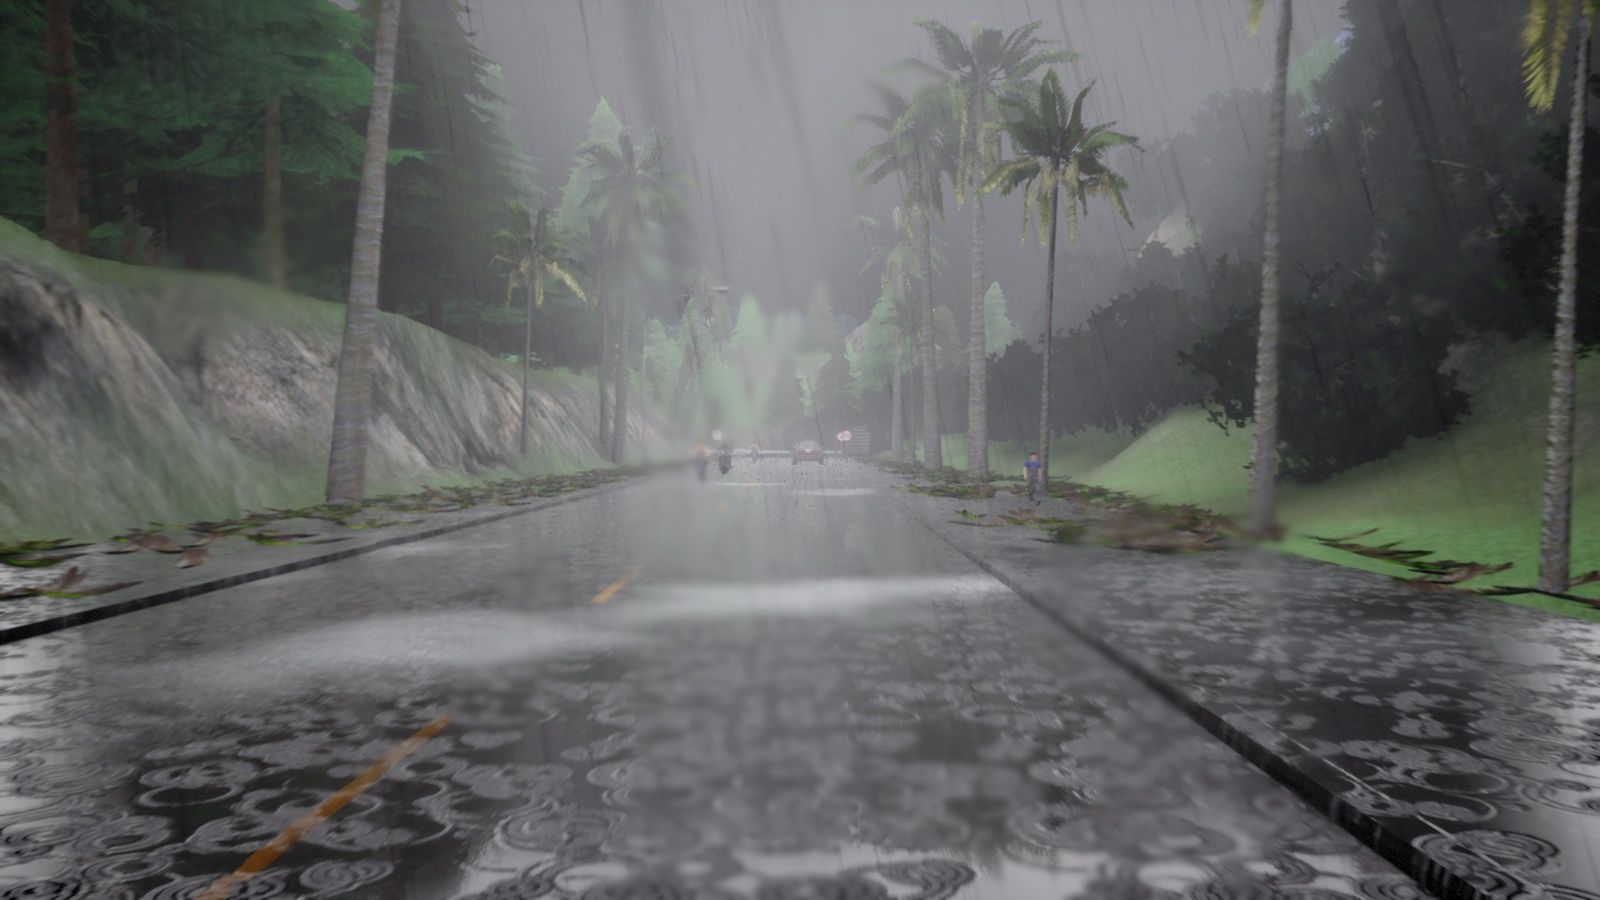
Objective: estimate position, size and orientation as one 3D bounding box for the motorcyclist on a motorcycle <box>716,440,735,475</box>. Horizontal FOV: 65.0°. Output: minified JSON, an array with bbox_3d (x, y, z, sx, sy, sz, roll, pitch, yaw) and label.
[{"bbox_3d":[-3.614,0.355,60.760,0.766,1.649,2.350,0,1,0],"label":"motorcyclist on a motorcycle"}]

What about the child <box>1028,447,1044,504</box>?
[{"bbox_3d":[5.269,0.567,28.020,0.270,1.263,0.437,0,0,1],"label":"child"}]

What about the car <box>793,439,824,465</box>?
[{"bbox_3d":[0.580,0.113,88.287,2.097,1.767,4.553,0,0,0],"label":"car"}]
